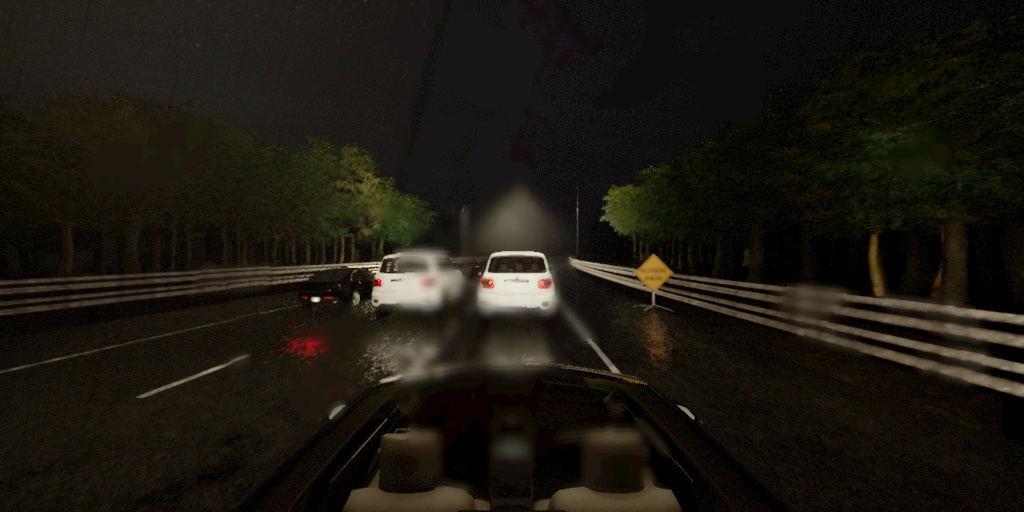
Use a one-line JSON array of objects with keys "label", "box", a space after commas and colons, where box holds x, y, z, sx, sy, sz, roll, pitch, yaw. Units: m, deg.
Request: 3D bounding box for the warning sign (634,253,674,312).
[{"label": "warning sign", "box": [4.721, 0.846, 11.979, 1.300, 1.860, 1.060, 0, 0, 2]}]

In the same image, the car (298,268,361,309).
[{"label": "car", "box": [-6.641, 1.221, 14.733, 1.837, 1.490, 4.892, 0, 1, 2]}]

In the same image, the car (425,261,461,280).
[{"label": "car", "box": [-5.765, 1.184, 30.466, 1.812, 1.442, 4.674, 0, 0, 4]}]

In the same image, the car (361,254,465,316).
[{"label": "car", "box": [-3.198, 0.944, 13.350, 2.150, 2.045, 5.566, 0, 0, 2]}]

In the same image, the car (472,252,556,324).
[{"label": "car", "box": [0.244, 0.939, 12.021, 2.150, 2.045, 5.566, 0, -1, 3]}]
